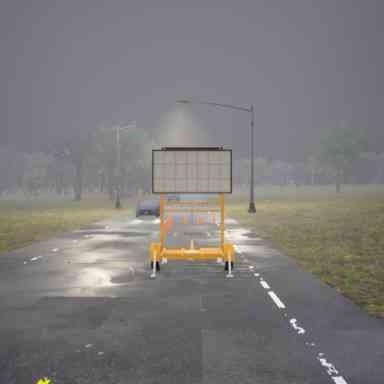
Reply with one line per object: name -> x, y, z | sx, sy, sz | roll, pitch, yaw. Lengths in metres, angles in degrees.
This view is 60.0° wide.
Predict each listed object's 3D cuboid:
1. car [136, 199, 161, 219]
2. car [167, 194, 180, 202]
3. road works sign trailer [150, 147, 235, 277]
car -> -3.583, 1.371, 28.551 | 1.882, 1.535, 5.008 | 0, 0, 0
car -> -3.467, 0.828, 63.622 | 2.150, 2.045, 5.566 | 0, 1, 0
road works sign trailer -> 0.004, 0.445, 10.169 | 2.380, 3.560, 2.880 | 0, 0, 0
